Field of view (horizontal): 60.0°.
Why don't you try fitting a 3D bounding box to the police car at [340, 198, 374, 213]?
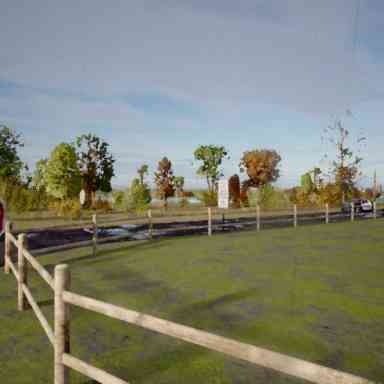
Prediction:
[{"bbox_3d":[18.444,1.508,37.092,4.974,1.542,2.038,0,1,-37],"label":"police car"}]
